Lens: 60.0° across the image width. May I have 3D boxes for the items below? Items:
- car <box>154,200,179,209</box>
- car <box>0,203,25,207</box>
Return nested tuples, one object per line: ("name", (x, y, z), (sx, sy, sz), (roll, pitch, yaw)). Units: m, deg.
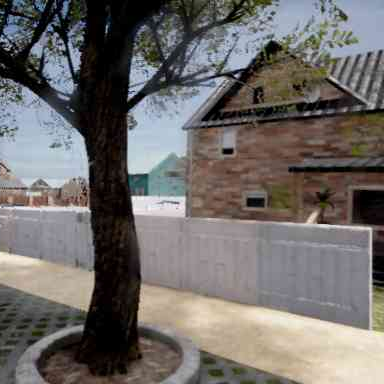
("car", (-3.208, 1.720, 36.966), (4.892, 1.490, 1.837), (1, 1, -38))
("car", (-14.690, 1.615, 26.346), (1.994, 1.385, 4.181), (3, 2, 43))
